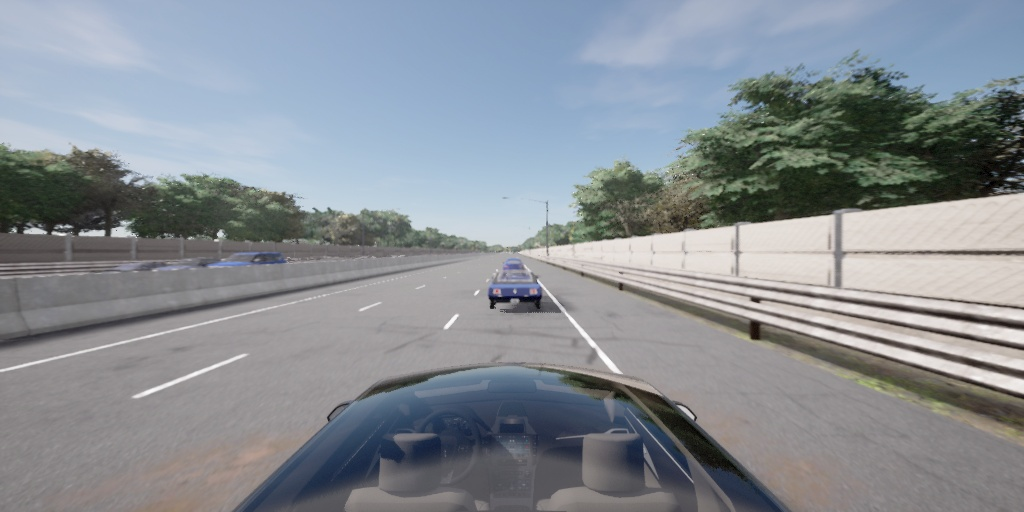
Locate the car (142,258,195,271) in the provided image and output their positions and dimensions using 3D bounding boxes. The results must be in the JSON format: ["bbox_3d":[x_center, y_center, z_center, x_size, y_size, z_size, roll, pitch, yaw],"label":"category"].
[{"bbox_3d":[-21.050,0.891,23.829,2.097,1.767,4.553,0,1,0],"label":"car"}]

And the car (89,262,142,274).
[{"bbox_3d":[-24.551,1.099,23.807,2.033,1.411,5.357,0,1,0],"label":"car"}]

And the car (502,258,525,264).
[{"bbox_3d":[0.149,0.914,30.204,1.812,1.442,4.674,0,1,0],"label":"car"}]

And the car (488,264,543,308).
[{"bbox_3d":[0.113,1.188,14.193,1.895,1.301,4.718,0,1,0],"label":"car"}]

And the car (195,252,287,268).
[{"bbox_3d":[-17.552,0.747,24.035,2.150,2.045,5.566,0,1,0],"label":"car"}]
